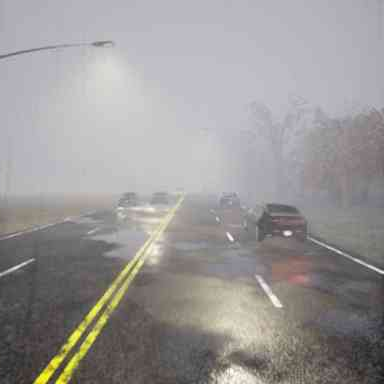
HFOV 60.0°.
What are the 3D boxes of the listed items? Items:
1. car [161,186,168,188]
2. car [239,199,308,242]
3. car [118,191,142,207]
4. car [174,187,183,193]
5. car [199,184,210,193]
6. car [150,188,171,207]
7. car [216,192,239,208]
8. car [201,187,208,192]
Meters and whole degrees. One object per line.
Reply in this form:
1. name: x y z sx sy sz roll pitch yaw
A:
1. car: -6.371 -0.562 77.228 1.812 1.442 4.674 0 2 0
2. car: 3.384 1.146 14.152 1.837 1.490 4.892 1 1 0
3. car: -6.542 0.708 35.492 1.837 1.490 4.892 0 1 0
4. car: -3.121 -0.552 77.222 1.994 1.385 4.181 0 2 0
5. car: 3.387 -0.580 81.220 2.163 1.488 4.792 0 1 0
6. car: -3.295 0.669 35.141 1.882 1.535 5.008 0 1 0
7. car: 3.403 0.709 31.696 2.128 1.511 4.902 -1 1 0
8. car: 3.421 -0.799 92.215 1.895 1.301 4.718 1 2 0
